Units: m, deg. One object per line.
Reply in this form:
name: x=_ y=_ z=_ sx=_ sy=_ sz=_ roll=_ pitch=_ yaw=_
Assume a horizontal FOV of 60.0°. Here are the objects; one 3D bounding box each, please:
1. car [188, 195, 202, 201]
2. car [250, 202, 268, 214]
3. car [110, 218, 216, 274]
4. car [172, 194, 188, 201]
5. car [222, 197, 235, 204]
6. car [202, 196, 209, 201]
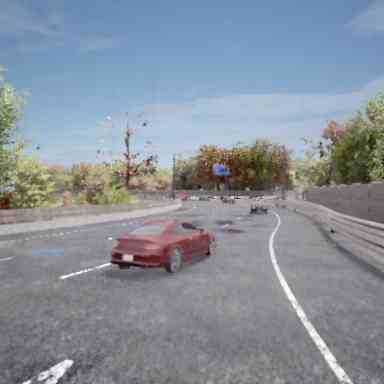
car: x=0.219 y=1.913 z=91.559 sx=1.895 sy=1.301 sz=4.718 roll=1 pitch=0 yaw=-20
car: x=7.715 y=1.801 z=38.574 sx=1.895 sy=1.301 sz=4.718 roll=0 pitch=0 yaw=9
car: x=-0.725 y=1.557 z=10.716 sx=1.812 sy=1.442 sz=4.674 roll=1 pitch=0 yaw=24
car: x=-3.307 y=1.832 z=91.035 sx=1.994 sy=1.385 sz=4.181 roll=1 pitch=0 yaw=-20
car: x=8.070 y=1.864 z=73.516 sx=2.033 sy=1.411 sz=5.357 roll=1 pitch=0 yaw=-9
car: x=3.275 y=1.869 z=93.408 sx=2.128 sy=1.511 sz=4.902 roll=1 pitch=0 yaw=-20
